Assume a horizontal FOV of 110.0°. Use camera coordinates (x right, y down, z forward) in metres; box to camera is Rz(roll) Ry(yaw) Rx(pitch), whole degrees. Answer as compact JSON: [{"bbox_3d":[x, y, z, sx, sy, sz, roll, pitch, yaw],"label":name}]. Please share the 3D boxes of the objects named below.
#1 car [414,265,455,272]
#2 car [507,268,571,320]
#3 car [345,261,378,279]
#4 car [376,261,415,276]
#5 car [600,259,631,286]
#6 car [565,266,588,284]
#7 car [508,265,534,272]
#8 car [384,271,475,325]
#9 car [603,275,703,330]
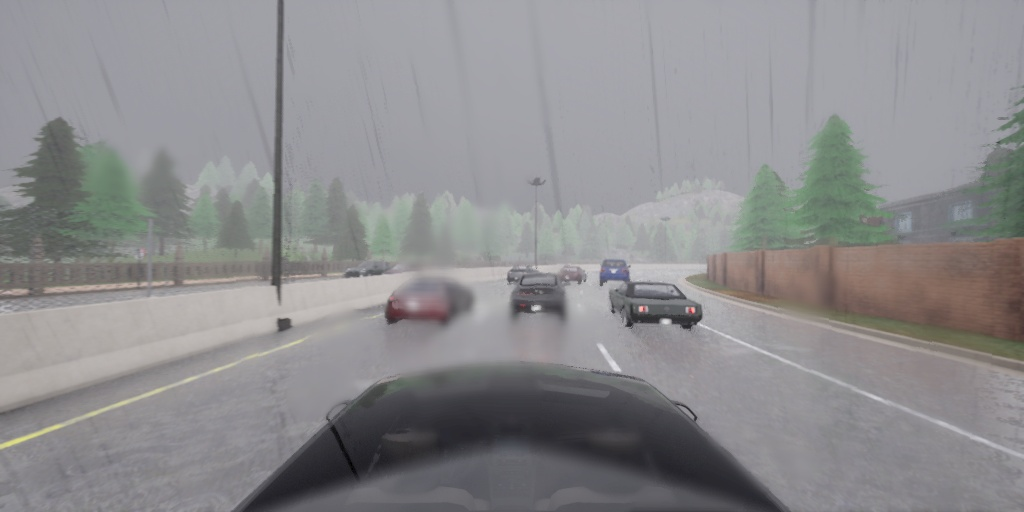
[{"bbox_3d":[-6.007,1.531,30.550,1.895,1.301,4.718,0,-1,17],"label":"car"},{"bbox_3d":[1.083,1.361,13.210,1.837,1.490,4.892,0,0,8],"label":"car"},{"bbox_3d":[-12.763,1.229,32.340,2.097,1.767,4.553,0,0,17],"label":"car"},{"bbox_3d":[-9.410,1.428,31.380,1.812,1.442,4.674,0,-1,17],"label":"car"},{"bbox_3d":[8.315,1.279,28.858,2.150,2.045,5.566,0,-1,19],"label":"car"},{"bbox_3d":[5.143,1.564,30.303,1.812,1.442,4.674,0,-1,19],"label":"car"},{"bbox_3d":[1.011,1.477,28.880,2.128,1.511,4.902,0,-1,17],"label":"car"},{"bbox_3d":[-2.570,1.375,12.122,1.994,1.385,4.181,0,0,7],"label":"car"},{"bbox_3d":[4.369,1.477,11.741,1.895,1.301,4.718,0,0,7],"label":"car"}]
